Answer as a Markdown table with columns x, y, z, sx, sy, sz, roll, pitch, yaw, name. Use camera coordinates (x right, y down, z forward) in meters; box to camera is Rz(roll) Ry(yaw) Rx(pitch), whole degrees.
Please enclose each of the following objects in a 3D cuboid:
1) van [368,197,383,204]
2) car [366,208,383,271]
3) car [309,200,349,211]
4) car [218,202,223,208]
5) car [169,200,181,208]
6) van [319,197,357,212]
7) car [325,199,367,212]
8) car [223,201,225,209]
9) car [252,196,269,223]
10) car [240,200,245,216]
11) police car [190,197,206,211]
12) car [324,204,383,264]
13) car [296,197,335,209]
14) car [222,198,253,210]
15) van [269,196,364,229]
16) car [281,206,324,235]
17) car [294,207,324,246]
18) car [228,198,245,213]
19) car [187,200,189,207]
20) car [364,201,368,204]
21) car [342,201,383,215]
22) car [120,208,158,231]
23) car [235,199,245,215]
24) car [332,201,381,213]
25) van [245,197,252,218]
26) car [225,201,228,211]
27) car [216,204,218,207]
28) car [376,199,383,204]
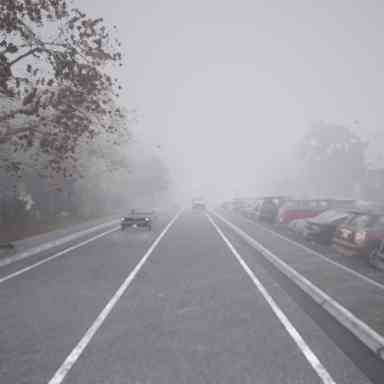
| x | y | z | sx | sy | sz | roll | pitch | yaw | name |
| --- | --- | --- | --- | --- | --- | --- | --- | --- | --- |
| 20.284 | 1.463 | 32.606 | 4.442 | 1.987 | 1.878 | 0 | -1 | 0 | van |
| 7.009 | 1.384 | 7.837 | 4.553 | 1.767 | 2.185 | 0 | 0 | 0 | car |
| 20.192 | 1.971 | 49.222 | 4.892 | 1.521 | 2.231 | 0 | -1 | 0 | car |
| 7.090 | 1.723 | 49.461 | 5.566 | 2.045 | 2.435 | 0 | -1 | 0 | car |
| -3.210 | 2.343 | 63.600 | 1.837 | 1.490 | 4.892 | 0 | -2 | 1 | car |
| 20.309 | 1.697 | 46.455 | 4.442 | 1.987 | 1.878 | 0 | -1 | 0 | van |
| 20.156 | 1.750 | 43.684 | 4.553 | 1.767 | 2.185 | 0 | -1 | 0 | car |
| 7.143 | 1.957 | 46.679 | 4.792 | 1.488 | 2.163 | 0 | -1 | 0 | car |
| 7.095 | 1.270 | 21.718 | 5.566 | 2.045 | 2.435 | 0 | 0 | 0 | car |
| 7.085 | 1.686 | 30.025 | 4.674 | 1.452 | 2.002 | 0 | -1 | 0 | car |
| 1.012 | 1.878 | 47.192 | 1.930 | 1.638 | 5.238 | 0 | -1 | 0 | police car |
| 7.014 | 1.386 | 10.613 | 4.553 | 1.767 | 2.185 | 0 | 0 | 0 | car |
| 20.236 | 1.820 | 54.762 | 5.566 | 2.045 | 2.435 | 0 | -1 | 0 | car |
| 7.155 | 1.899 | 52.230 | 4.553 | 1.767 | 2.185 | 0 | -1 | 0 | car |
| 6.945 | 1.293 | 18.942 | 4.442 | 1.987 | 1.878 | 0 | 0 | 0 | van |
| 7.059 | 1.557 | 16.166 | 4.674 | 1.452 | 2.002 | 0 | 0 | 0 | car |
| 7.045 | 1.514 | 13.390 | 5.008 | 1.535 | 2.097 | 0 | 0 | 0 | car |
| 7.103 | 1.787 | 38.353 | 5.008 | 1.535 | 2.097 | 0 | -1 | 0 | car |
| 0.082 | 2.600 | 81.359 | 2.150 | 2.045 | 5.566 | 0 | -3 | 0 | car |
| 20.166 | 1.737 | 35.372 | 4.892 | 1.521 | 2.231 | 0 | -1 | 0 | car |
| 20.172 | 1.782 | 38.142 | 5.008 | 1.535 | 2.097 | 0 | -1 | 0 | car |
| -3.343 | 1.696 | 21.637 | 1.895 | 1.301 | 4.718 | 0 | 0 | 0 | car |
| 7.057 | 1.723 | 32.802 | 4.792 | 1.488 | 2.163 | 0 | -1 | 0 | car |
| 20.177 | 1.831 | 41.037 | 5.008 | 1.535 | 2.097 | 0 | -1 | 0 | car |
| 6.960 | 1.374 | 27.254 | 4.442 | 1.987 | 1.878 | 0 | -1 | 0 | van |
| 7.111 | 1.921 | 43.904 | 4.674 | 1.452 | 2.002 | 0 | -1 | 0 | car |
| 7.140 | 2.142 | 57.775 | 4.892 | 1.521 | 2.231 | 0 | -1 | 0 | car |
| 19.977 | 1.639 | 29.832 | 5.366 | 1.575 | 1.946 | 0 | -1 | 0 | car |
